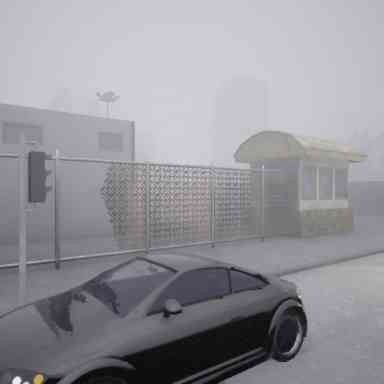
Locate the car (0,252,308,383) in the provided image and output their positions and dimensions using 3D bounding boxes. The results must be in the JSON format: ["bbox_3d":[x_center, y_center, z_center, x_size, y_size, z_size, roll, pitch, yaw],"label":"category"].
[{"bbox_3d":[-0.388,1.563,4.335,4.181,1.385,1.994,0,0,-36],"label":"car"}]
